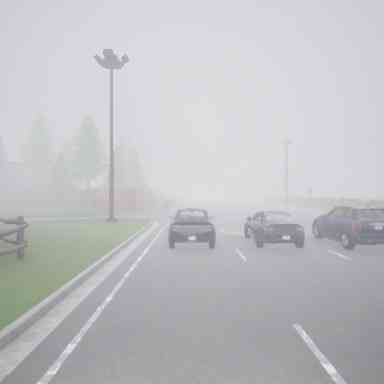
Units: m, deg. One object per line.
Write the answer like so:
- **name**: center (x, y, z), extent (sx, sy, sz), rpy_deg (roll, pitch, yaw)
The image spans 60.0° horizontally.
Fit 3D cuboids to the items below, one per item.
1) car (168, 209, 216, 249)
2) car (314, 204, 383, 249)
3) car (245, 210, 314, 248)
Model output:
- **car**: center (0.000, 1.492, 14.641), extent (2.128, 1.511, 4.902), rpy_deg (0, 0, 0)
- **car**: center (7.000, 1.363, 14.611), extent (2.097, 1.767, 4.553), rpy_deg (0, 0, 0)
- **car**: center (3.500, 1.530, 14.641), extent (1.812, 1.442, 4.674), rpy_deg (0, 0, 0)
